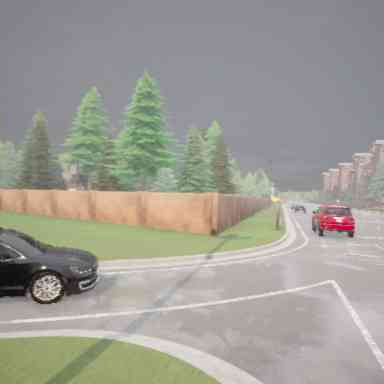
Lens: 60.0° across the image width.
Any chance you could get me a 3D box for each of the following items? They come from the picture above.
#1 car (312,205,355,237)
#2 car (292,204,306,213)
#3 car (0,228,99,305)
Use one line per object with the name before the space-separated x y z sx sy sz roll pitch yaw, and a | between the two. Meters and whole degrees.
car | 9.899 1.967 23.576 2.150 2.045 5.566 2 -1 13
car | 20.336 3.115 62.705 1.837 1.490 4.892 1 -1 15
car | -4.641 1.592 7.588 4.892 1.490 1.837 2 0 -10
